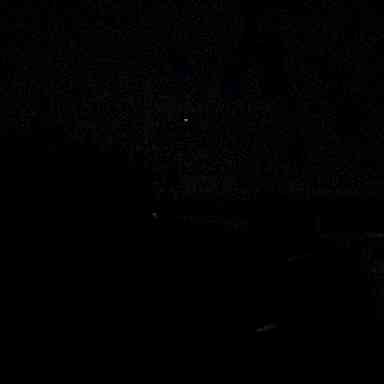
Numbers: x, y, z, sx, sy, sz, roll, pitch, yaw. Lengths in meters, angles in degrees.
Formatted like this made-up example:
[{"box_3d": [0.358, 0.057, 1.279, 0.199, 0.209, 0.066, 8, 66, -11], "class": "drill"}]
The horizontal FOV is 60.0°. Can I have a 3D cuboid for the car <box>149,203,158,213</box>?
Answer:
[{"box_3d": [-5.305, 1.269, 32.603, 2.033, 1.411, 5.357, 2, -1, -35], "class": "car"}]
